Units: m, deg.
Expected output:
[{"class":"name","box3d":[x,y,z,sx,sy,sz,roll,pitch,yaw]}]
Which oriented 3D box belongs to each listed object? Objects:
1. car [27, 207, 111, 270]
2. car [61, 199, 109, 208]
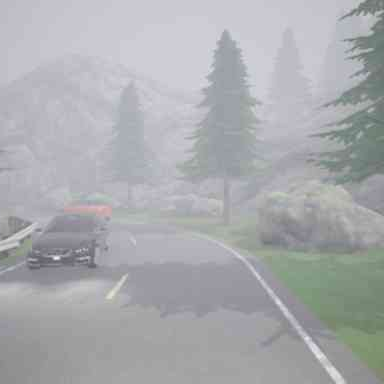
[{"class":"car","box3d":[-3.879,1.480,11.109,1.837,1.490,4.892,0,0,-8]},{"class":"car","box3d":[-8.298,1.295,25.551,4.553,1.767,2.097,0,0,39]}]
